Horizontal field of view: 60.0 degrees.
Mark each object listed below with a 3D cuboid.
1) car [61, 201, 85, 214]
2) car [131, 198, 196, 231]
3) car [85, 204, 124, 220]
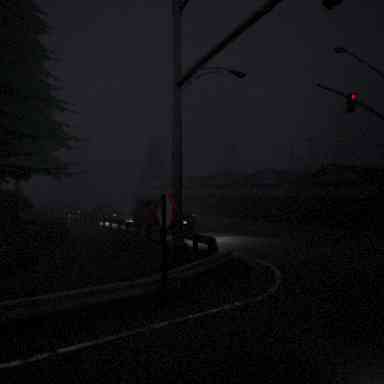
[{"bbox_3d":[-13.653,1.737,38.218,2.033,1.411,5.357,0,0,-33],"label":"car"},{"bbox_3d":[-1.992,1.413,21.563,2.150,2.045,5.566,0,0,-35],"label":"car"},{"bbox_3d":[-7.651,1.755,29.695,1.994,1.385,4.181,0,0,-35],"label":"car"}]
